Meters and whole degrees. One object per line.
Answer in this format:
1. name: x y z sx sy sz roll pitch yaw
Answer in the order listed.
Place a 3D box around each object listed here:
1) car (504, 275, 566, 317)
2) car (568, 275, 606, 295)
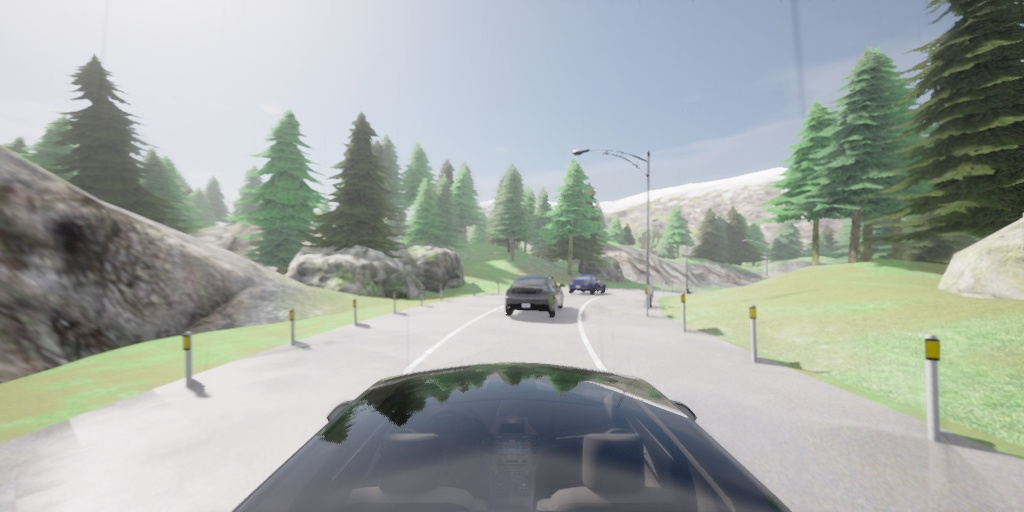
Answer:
1. car: 1.015 1.518 14.612 1.837 1.490 4.892 0 -1 13
2. car: 5.783 2.146 27.354 1.812 1.442 4.674 0 -3 29
